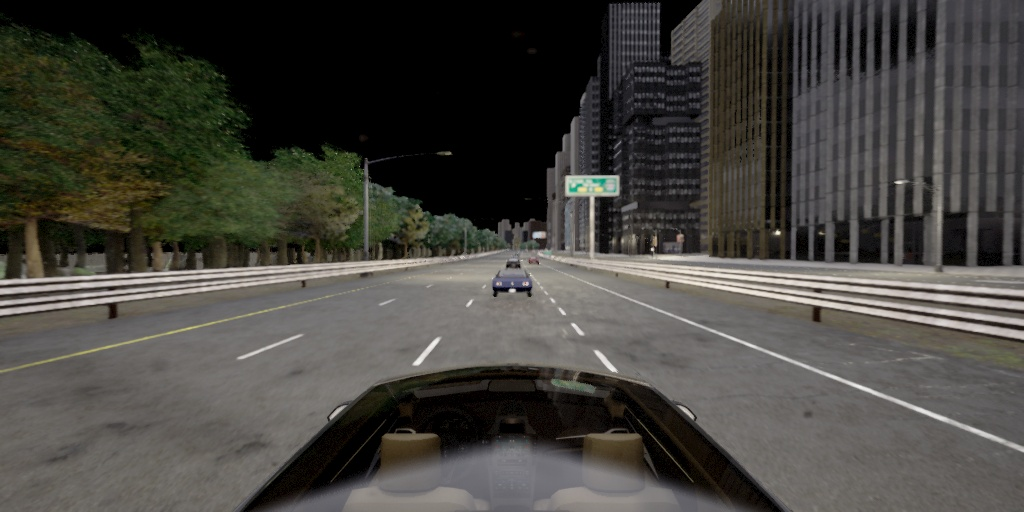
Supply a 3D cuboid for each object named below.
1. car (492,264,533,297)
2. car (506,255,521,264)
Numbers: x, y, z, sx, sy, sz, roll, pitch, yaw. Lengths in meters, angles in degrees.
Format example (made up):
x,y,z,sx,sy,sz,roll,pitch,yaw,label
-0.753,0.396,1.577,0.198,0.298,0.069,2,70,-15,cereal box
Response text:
x,y,z,sx,sy,sz,roll,pitch,yaw,label
0.025,1.273,18.397,1.895,1.301,4.718,0,0,0,car
0.209,0.961,46.884,1.882,1.535,5.008,0,0,1,car
